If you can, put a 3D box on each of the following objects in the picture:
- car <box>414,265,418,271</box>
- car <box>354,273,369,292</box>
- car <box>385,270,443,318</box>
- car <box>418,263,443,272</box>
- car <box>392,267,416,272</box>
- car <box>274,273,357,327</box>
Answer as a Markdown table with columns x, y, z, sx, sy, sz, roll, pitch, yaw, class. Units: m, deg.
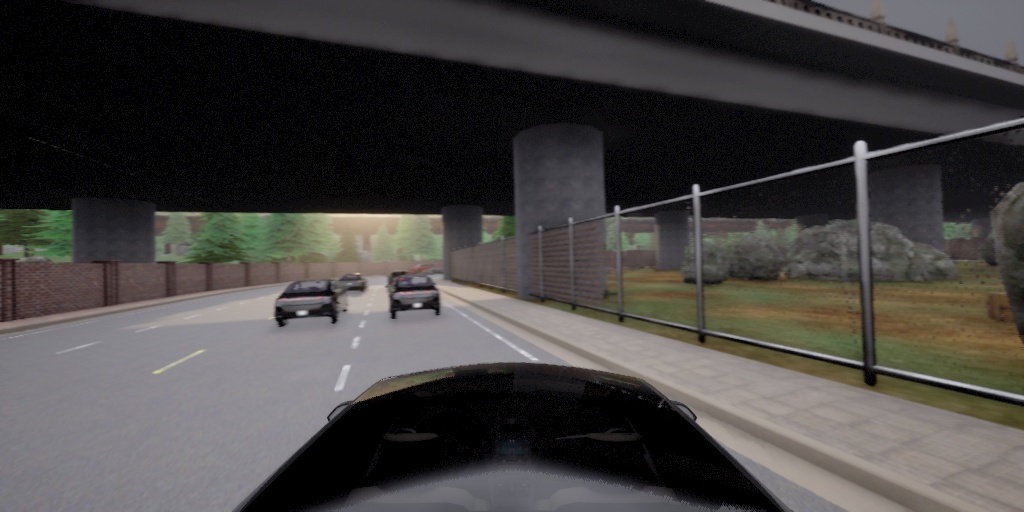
| x | y | z | sx | sy | sz | roll | pitch | yaw | class |
| --- | --- | --- | --- | --- | --- | --- | --- | --- | --- |
| -15.708 | 2.289 | 63.340 | 5.566 | 2.045 | 2.150 | -1 | -1 | -43 | car |
| -12.318 | 2.037 | 27.770 | 1.994 | 1.385 | 4.181 | -1 | -1 | -18 | car |
| -4.053 | 1.541 | 14.679 | 2.128 | 1.511 | 4.902 | -1 | -1 | -19 | car |
| -12.828 | 2.442 | 60.938 | 4.902 | 1.511 | 2.128 | -1 | -1 | -41 | car |
| -9.002 | 1.897 | 28.866 | 1.837 | 1.490 | 4.892 | -1 | 0 | -18 | car |
| -7.347 | 1.620 | 13.500 | 2.128 | 1.511 | 4.902 | -1 | -1 | -19 | car |
